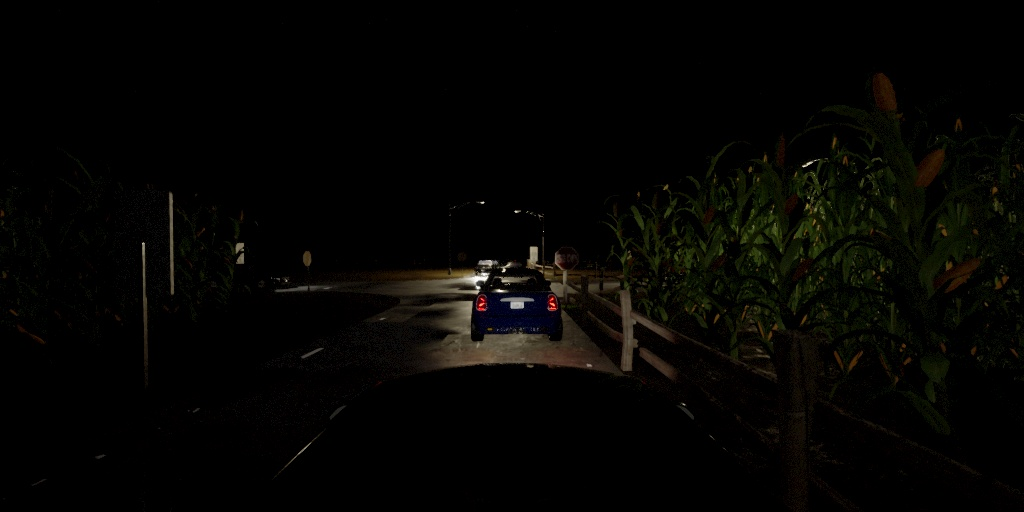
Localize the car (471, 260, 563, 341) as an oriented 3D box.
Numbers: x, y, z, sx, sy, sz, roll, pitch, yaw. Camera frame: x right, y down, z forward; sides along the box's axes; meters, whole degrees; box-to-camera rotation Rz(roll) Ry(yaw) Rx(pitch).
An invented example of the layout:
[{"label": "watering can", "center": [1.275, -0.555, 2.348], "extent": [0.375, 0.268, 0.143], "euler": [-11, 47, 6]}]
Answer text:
[{"label": "car", "center": [0.059, 1.098, 9.993], "extent": [2.097, 1.767, 4.553], "euler": [0, 0, -2]}]

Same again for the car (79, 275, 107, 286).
[{"label": "car", "center": [-27.315, 1.374, 22.523], "extent": [4.181, 1.385, 1.994], "euler": [0, 1, 0]}]

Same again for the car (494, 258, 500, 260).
[{"label": "car", "center": [-2.810, 1.211, 38.158], "extent": [2.128, 1.511, 4.902], "euler": [0, 0, 2]}]

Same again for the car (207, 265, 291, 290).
[{"label": "car", "center": [-16.555, 1.287, 22.488], "extent": [4.892, 1.490, 1.837], "euler": [0, 1, 0]}]

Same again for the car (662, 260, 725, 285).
[{"label": "car", "center": [12.542, 1.062, 25.337], "extent": [4.553, 1.767, 2.097], "euler": [0, 1, -2]}]
